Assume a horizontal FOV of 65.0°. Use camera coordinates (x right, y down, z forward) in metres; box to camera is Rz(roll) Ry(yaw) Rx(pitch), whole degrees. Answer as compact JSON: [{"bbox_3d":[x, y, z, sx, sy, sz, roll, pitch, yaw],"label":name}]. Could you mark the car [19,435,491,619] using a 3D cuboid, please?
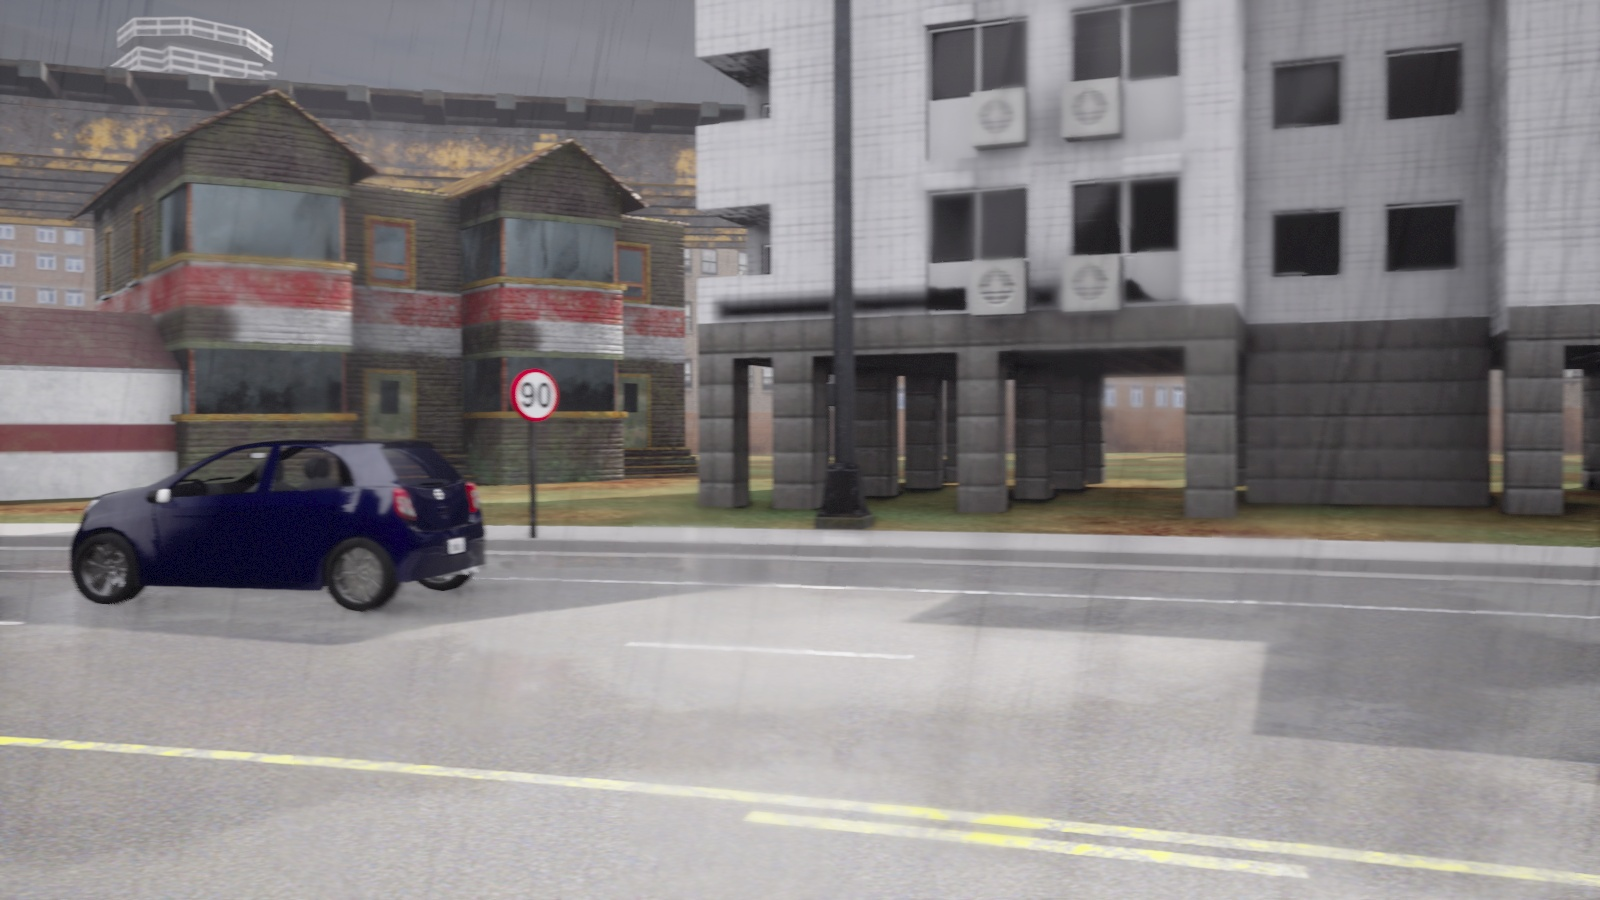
[{"bbox_3d":[-4.981,0.626,11.706,3.633,1.501,1.845,1,1,12],"label":"car"}]
